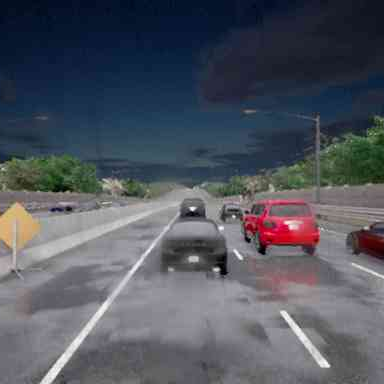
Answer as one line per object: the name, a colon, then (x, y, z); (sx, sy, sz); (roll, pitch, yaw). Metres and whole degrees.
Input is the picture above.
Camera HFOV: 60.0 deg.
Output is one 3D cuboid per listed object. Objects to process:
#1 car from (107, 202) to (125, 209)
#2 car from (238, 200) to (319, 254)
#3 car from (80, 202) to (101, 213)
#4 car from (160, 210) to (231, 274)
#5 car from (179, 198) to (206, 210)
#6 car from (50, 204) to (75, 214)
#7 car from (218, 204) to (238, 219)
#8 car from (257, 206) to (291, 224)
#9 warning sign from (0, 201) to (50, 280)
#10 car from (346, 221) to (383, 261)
car: (-10.616, 2.154, 46.902); (2.128, 1.511, 4.902); (0, -1, 0)
car: (3.576, 1.363, 14.339); (2.150, 2.045, 5.566); (0, -1, 0)
car: (-14.114, 2.163, 46.578); (1.837, 1.490, 4.892); (0, -1, 0)
car: (0.060, 1.582, 10.950); (1.882, 1.535, 5.008); (0, -1, 0)
car: (0.066, 1.579, 29.557); (2.150, 2.045, 5.566); (0, -1, 0)
car: (-17.617, 2.236, 45.375); (1.895, 1.301, 4.718); (0, -1, 0)
car: (3.565, 1.884, 30.737); (1.837, 1.490, 4.892); (0, -1, 0)
car: (7.064, 1.953, 29.146); (1.895, 1.301, 4.718); (0, -1, 0)
warning sign: (-4.538, 1.193, 8.560); (1.300, 1.860, 1.060); (1, 0, 0)
car: (7.062, 1.674, 11.458); (1.994, 1.385, 4.181); (0, -1, 0)
